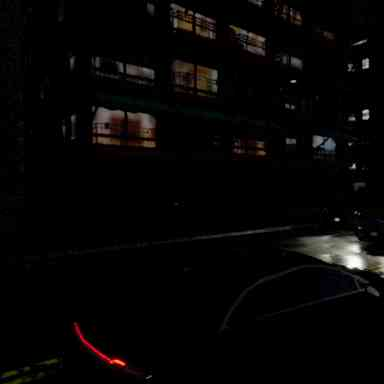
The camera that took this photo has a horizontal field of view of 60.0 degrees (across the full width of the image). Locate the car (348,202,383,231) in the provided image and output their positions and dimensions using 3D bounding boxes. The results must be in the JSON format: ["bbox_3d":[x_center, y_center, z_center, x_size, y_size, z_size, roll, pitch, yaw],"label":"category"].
[{"bbox_3d":[9.084,1.340,14.430,5.008,1.535,1.882,-1,0,-37],"label":"car"}]

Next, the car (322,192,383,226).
[{"bbox_3d":[9.757,1.057,19.002,5.566,2.045,2.150,-1,0,-37],"label":"car"}]

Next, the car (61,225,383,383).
[{"bbox_3d":[0.982,1.465,4.180,4.902,1.511,2.128,-1,0,-36],"label":"car"}]
